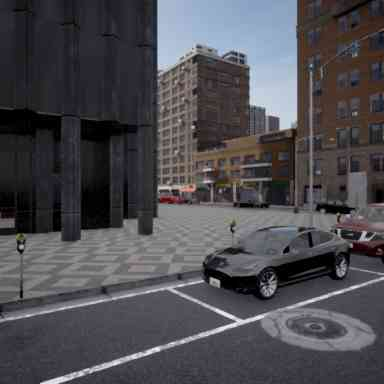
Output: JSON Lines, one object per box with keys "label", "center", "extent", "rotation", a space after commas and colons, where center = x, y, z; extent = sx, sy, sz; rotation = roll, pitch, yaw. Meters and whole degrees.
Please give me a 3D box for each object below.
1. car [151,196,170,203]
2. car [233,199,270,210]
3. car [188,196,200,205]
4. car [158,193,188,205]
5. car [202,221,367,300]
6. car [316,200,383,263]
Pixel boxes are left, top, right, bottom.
{"label": "car", "center": [-6.336, 1.513, 66.524], "extent": [1.895, 1.301, 4.718], "rotation": [0, 0, -35]}
{"label": "car", "center": [7.337, 1.559, 41.315], "extent": [1.895, 1.301, 4.718], "rotation": [0, 0, -35]}
{"label": "car", "center": [-0.484, 1.432, 58.158], "extent": [2.128, 1.511, 4.902], "rotation": [0, 0, -34]}
{"label": "car", "center": [-3.547, 1.163, 57.169], "extent": [2.150, 2.045, 5.566], "rotation": [0, 0, -34]}
{"label": "car", "center": [2.263, 1.565, 8.388], "extent": [4.313, 1.339, 1.947], "rotation": [0, 0, -36]}
{"label": "car", "center": [6.852, 1.314, 11.667], "extent": [5.009, 1.841, 2.192], "rotation": [0, 0, -36]}
